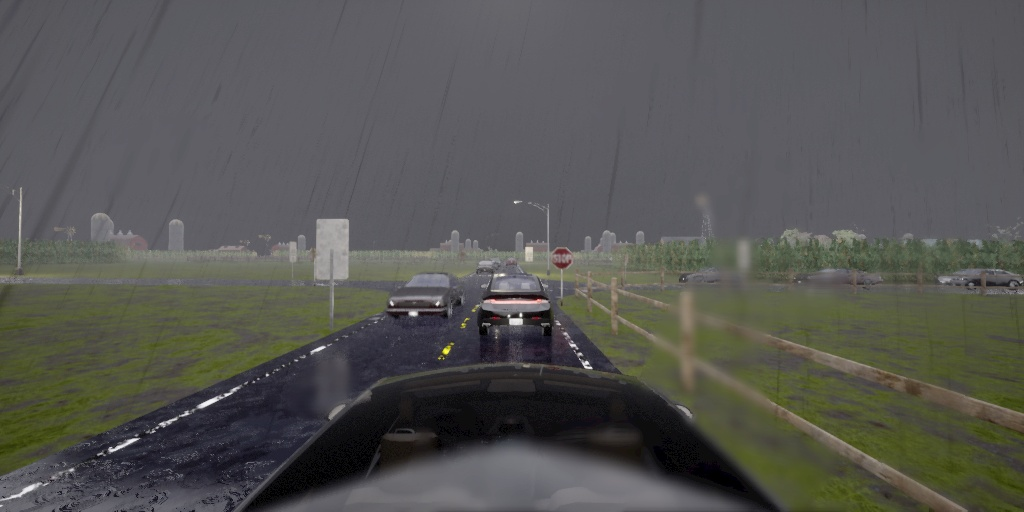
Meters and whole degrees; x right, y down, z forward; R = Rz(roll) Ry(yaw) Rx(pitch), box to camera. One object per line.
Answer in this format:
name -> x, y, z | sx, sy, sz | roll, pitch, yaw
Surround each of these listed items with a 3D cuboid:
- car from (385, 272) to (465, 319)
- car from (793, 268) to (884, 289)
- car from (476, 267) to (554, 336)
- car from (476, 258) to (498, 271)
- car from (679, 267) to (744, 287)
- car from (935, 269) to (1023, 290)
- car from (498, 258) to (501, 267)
car -> -2.871, 1.300, 13.104 | 2.033, 1.411, 5.357 | 0, 0, 0
car -> 23.786, 1.609, 26.182 | 5.357, 1.411, 2.033 | 1, -1, -1
car -> 0.081, 1.243, 10.370 | 2.128, 1.511, 4.902 | 0, 0, 0
car -> -2.950, 1.215, 40.901 | 1.882, 1.535, 5.008 | 0, 0, 0
car -> 14.515, 1.516, 26.187 | 4.181, 1.385, 1.994 | 1, -1, 0
car -> 33.968, 1.676, 26.164 | 4.902, 1.511, 2.128 | 1, -1, 0
car -> -2.971, 1.292, 50.875 | 1.994, 1.385, 4.181 | 0, 0, 0
